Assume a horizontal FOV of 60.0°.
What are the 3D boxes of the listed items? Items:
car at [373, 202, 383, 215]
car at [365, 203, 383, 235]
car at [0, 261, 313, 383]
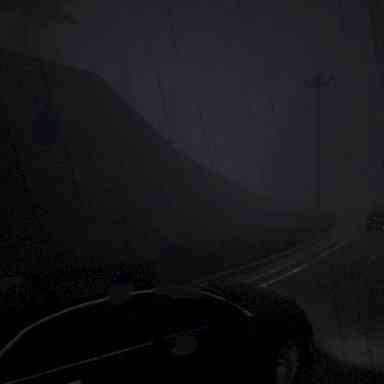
[{"bbox_3d":[21.782,1.819,36.985,1.895,1.301,4.718,0,0,16],"label":"car"},{"bbox_3d":[11.112,1.604,19.112,2.128,1.511,4.902,0,0,29],"label":"car"},{"bbox_3d":[-0.654,1.517,3.449,4.892,1.490,1.837,1,0,-39],"label":"car"}]
